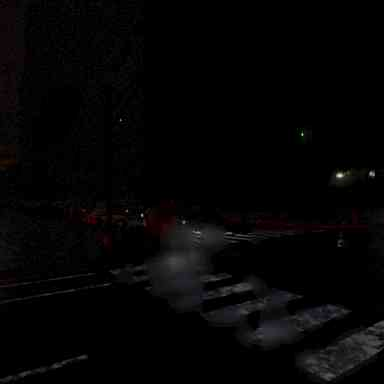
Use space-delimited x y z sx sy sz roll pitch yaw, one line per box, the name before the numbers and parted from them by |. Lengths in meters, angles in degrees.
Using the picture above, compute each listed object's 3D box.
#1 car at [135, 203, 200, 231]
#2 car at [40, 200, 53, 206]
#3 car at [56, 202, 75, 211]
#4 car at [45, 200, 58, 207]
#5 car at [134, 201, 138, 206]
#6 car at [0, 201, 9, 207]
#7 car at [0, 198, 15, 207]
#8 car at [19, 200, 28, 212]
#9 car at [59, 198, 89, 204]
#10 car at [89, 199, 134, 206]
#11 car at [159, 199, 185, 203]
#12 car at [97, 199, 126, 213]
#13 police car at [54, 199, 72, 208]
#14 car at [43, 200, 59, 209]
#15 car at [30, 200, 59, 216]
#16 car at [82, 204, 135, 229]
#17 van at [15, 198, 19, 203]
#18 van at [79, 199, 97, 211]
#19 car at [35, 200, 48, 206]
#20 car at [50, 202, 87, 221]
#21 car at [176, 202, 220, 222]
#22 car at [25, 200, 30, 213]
car | -1.819 1.758 22.826 1.837 1.490 4.892 0 -1 -35
car | -34.724 2.658 79.190 1.947 1.339 4.313 -1 0 -35
car | -21.241 2.353 55.646 1.895 1.301 4.718 0 -1 -35
car | -31.710 2.593 74.949 1.947 1.339 4.313 -1 0 -35
car | -5.273 2.003 37.774 1.802 1.307 4.206 -1 0 -35
car | -44.382 2.769 78.064 1.802 1.307 4.206 -1 0 -35
car | -41.269 2.665 73.681 1.887 1.381 4.507 -1 0 -35
car | -23.330 2.155 48.437 1.967 1.590 4.097 -1 0 -35
car | -13.731 1.754 39.566 2.150 2.045 5.566 0 -1 -35
car | -7.575 1.740 30.889 2.097 1.767 4.553 0 -1 -35
car | -2.337 1.667 33.624 2.192 1.841 5.009 -1 0 -35
car | -11.163 1.873 46.074 2.192 1.841 5.009 -1 0 -35
police car | -25.434 2.305 65.449 1.930 1.638 5.238 0 -1 -35
car | -26.975 2.388 63.706 1.837 1.490 4.892 0 -1 -35
car | -17.673 1.899 40.473 2.192 1.841 5.009 -1 0 -35
car | -6.248 1.842 24.404 1.752 1.417 4.829 -1 0 -35
van | -26.163 2.121 52.420 1.690 1.788 3.998 -1 0 -35
van | -17.047 2.035 54.374 1.690 1.788 3.998 -1 0 -35
car | -37.738 2.708 83.430 2.008 1.369 4.403 -1 0 -35
car | -12.007 2.003 32.507 2.008 1.369 4.403 -1 0 -35
car | 0.611 1.827 29.474 1.887 1.381 4.507 -1 0 -35
car | -20.498 2.195 44.455 1.887 1.381 4.507 -1 0 -35
